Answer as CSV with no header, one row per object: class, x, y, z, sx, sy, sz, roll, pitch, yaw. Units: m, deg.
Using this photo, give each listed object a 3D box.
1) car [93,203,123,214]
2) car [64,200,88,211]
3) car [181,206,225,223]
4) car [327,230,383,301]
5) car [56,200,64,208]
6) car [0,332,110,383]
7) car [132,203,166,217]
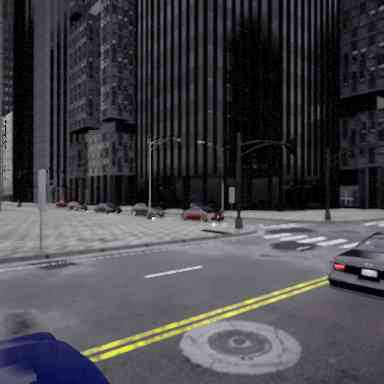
car,-11.110,2.123,43.635,2.033,1.411,5.357,0,-1,-40
car,-17.737,2.200,51.540,1.837,1.490,4.892,0,-1,-40
car,0.898,1.931,29.414,1.994,1.385,4.181,0,-1,-41
car,5.323,1.626,8.022,5.357,1.411,2.033,1,0,-40
car,-24.927,2.369,64.926,1.882,1.535,5.008,0,-1,-40
car,-2.544,1.594,1.361,4.718,1.301,1.895,1,0,-40
car,-4.763,1.970,36.119,1.837,1.490,4.892,0,-1,-40
